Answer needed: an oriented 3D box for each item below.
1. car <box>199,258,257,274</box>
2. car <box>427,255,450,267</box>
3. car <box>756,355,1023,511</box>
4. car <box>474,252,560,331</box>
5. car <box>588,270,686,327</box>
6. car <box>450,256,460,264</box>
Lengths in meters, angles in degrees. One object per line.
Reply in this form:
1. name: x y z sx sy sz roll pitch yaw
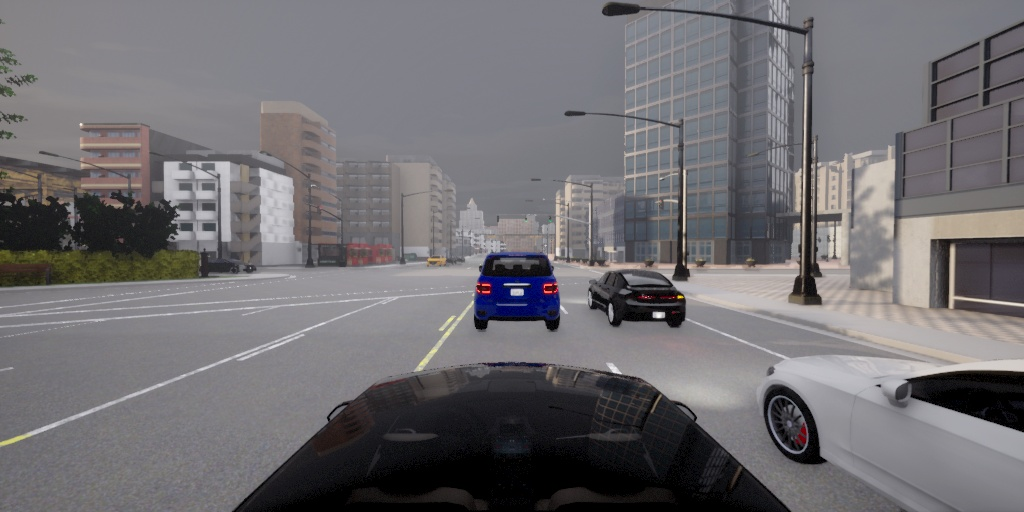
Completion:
1. car: -25.493 0.901 32.235 4.181 1.385 1.994 0 1 1
2. car: -10.342 0.622 49.429 1.882 1.535 5.008 0 0 1
3. car: 3.599 1.274 1.982 1.812 1.442 4.674 0 0 0
4. car: 0.135 0.883 10.832 2.150 2.045 5.566 0 1 0
5. car: 3.647 1.164 11.209 1.837 1.490 4.892 0 1 1
6. car: -10.292 0.694 58.861 1.895 1.301 4.718 0 0 1
